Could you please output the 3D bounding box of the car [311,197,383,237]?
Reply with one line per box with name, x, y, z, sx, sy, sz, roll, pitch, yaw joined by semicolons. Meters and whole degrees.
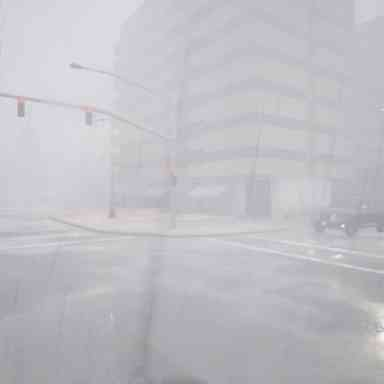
car;9.233;1.307;19.179;5.566;2.045;2.150;0;0;-36
